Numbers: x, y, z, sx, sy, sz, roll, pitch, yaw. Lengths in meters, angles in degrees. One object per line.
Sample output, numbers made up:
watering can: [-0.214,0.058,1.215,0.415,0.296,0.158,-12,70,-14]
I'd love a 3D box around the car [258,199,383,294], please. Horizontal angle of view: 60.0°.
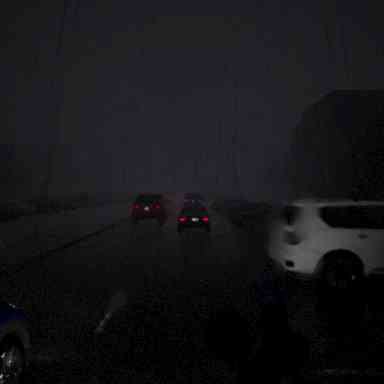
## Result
car: [4.742,1.197,8.251,5.566,2.045,2.435,0,0,0]

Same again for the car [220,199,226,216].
car: [4.718,1.451,25.050,4.674,1.452,2.002,0,0,0]

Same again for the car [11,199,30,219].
car: [-15.623,1.432,25.589,4.792,1.488,2.163,0,0,0]

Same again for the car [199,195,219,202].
car: [4.720,1.797,94.388,5.566,2.045,2.435,0,-1,0]

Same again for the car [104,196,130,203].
car: [-15.712,1.566,69.693,5.008,1.535,2.097,0,-1,0]

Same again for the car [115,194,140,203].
car: [-15.706,1.527,80.718,5.566,2.045,2.435,0,-1,0]

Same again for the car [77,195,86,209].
car: [-15.643,1.432,39.374,4.792,1.488,2.163,0,0,0]

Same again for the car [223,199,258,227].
car: [4.749,1.444,22.271,4.792,1.488,2.163,0,0,0]

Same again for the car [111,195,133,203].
car: [-15.757,1.540,75.204,4.553,1.767,2.185,0,-1,0]

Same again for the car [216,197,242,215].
car: [4.728,1.409,27.703,4.892,1.521,2.231,0,0,0]

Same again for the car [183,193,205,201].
car: [0.117,1.147,39.766,2.150,2.045,5.566,0,0,0]

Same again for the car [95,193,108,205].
car: [-15.720,1.295,50.405,4.553,1.767,2.185,0,0,0]

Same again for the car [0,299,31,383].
car: [-2.899,1.343,1.975,2.097,1.767,4.553,0,0,0]

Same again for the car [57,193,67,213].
car: [-15.633,1.273,33.862,4.553,1.767,2.185,0,0,0]

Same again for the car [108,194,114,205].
car: [-15.688,1.426,53.162,5.008,1.535,2.097,0,0,0]

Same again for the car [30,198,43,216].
car: [-15.653,1.441,28.311,4.674,1.452,2.002,0,0,0]

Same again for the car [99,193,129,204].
car: [-15.685,1.278,66.939,5.566,2.045,2.435,0,-1,0]

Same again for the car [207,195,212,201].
car: [4.699,1.437,41.724,4.792,1.488,2.163,0,0,0]

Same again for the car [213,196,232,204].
car: [4.718,1.406,30.483,5.008,1.535,2.097,0,0,0]

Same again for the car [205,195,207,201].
car: [4.916,1.409,47.157,5.366,1.575,1.946,0,0,0]

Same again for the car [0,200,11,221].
car: [-15.618,1.437,22.834,4.792,1.488,2.163,0,0,0]

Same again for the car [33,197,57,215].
car: [-15.689,1.428,31.105,4.792,1.488,2.163,0,0,0]

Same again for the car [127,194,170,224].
car: [-2.889,1.154,23.923,2.150,2.045,5.566,0,0,0]

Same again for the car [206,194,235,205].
car: [4.702,1.301,55.617,4.553,1.767,2.185,0,0,0]

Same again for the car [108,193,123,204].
car: [-15.516,1.445,58.675,5.366,1.575,1.946,0,0,0]

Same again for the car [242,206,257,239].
car: [4.714,1.472,13.935,4.674,1.452,2.002,0,0,0]

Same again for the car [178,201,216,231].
car: [0.109,1.486,19.827,2.033,1.411,5.357,0,0,0]

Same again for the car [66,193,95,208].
car: [-15.705,1.155,42.133,5.566,2.045,2.435,0,0,0]

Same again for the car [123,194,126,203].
car: [-15.677,1.218,61.429,5.566,2.045,2.435,0,-1,0]

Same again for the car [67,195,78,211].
car: [-15.663,1.400,36.619,5.008,1.535,2.097,0,0,0]

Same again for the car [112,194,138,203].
car: [-15.758,1.471,77.961,5.566,2.045,2.435,0,-1,0]

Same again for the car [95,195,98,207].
car: [-15.678,1.450,44.890,4.674,1.452,2.002,0,0,0]

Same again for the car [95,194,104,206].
car: [-15.714,1.445,47.647,4.792,1.488,2.163,0,0,0]

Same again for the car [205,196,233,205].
car: [4.733,1.478,58.394,4.674,1.452,2.002,0,0,0]

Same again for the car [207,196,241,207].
car: [4.738,1.417,49.936,4.892,1.521,2.231,0,0,0]

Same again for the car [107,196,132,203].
car: [-15.751,1.645,72.444,4.792,1.488,2.163,0,-1,0]

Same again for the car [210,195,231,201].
car: [4.719,1.406,36.165,4.892,1.521,2.231,0,0,0]

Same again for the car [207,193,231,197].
car: [4.702,1.284,44.495,4.553,1.767,2.185,0,0,0]

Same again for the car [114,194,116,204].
car: [-15.695,1.476,55.917,4.674,1.452,2.002,0,0,0]

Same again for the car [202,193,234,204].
car: [4.708,1.205,61.171,5.566,2.045,2.435,0,-1,0]
